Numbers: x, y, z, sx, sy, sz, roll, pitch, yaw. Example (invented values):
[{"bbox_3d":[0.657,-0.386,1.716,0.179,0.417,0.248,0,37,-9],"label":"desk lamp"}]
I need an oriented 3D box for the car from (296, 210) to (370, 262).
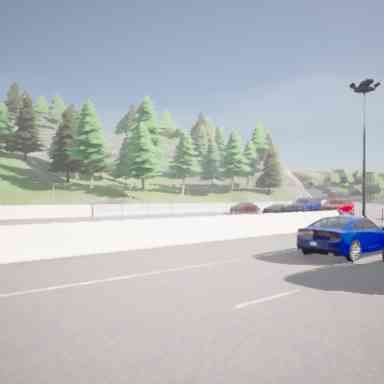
[{"bbox_3d":[6.101,1.661,12.991,5.008,1.535,1.882,1,-1,-39],"label":"car"}]

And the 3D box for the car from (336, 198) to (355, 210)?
[{"bbox_3d":[15.850,1.717,36.142,2.150,2.045,5.566,0,-1,44],"label":"car"}]

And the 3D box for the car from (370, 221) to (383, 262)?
[{"bbox_3d":[7.640,1.387,9.716,5.566,2.045,2.150,1,-1,-39],"label":"car"}]
